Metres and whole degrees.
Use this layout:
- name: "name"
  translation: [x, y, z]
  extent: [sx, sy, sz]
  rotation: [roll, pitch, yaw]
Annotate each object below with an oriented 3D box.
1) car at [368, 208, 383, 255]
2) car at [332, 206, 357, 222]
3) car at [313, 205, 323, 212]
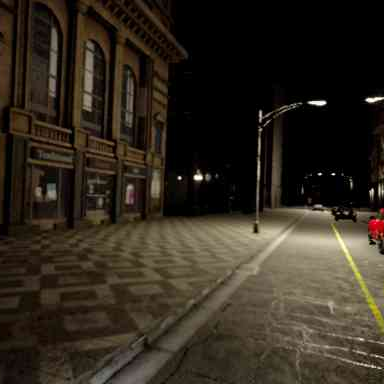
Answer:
- name: "car"
  translation: [9.713, 1.742, 15.463]
  extent: [2.150, 2.045, 5.566]
  rotation: [2, -1, 21]
- name: "car"
  translation: [17.410, 2.413, 37.814]
  extent: [2.097, 1.767, 4.553]
  rotation: [2, -1, 22]
- name: "car"
  translation: [25.458, 3.277, 67.186]
  extent: [2.033, 1.411, 5.357]
  rotation: [2, -1, 21]
